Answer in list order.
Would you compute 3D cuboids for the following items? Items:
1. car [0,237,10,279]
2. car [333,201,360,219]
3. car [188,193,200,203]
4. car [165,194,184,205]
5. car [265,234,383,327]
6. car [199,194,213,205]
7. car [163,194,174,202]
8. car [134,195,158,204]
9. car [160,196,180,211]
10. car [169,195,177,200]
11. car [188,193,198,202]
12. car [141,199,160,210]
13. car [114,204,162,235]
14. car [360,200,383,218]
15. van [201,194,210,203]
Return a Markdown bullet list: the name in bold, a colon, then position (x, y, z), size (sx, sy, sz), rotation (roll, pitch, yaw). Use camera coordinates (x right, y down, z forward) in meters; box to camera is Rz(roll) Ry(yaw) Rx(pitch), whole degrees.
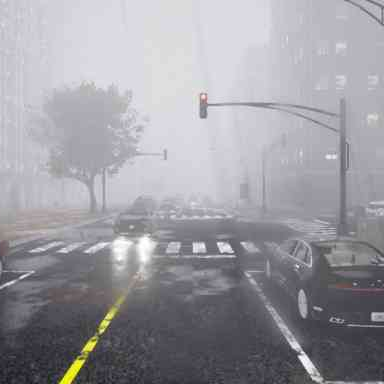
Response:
- **car**: position (-5.673, 1.545, 6.965), size (1.887, 1.381, 4.507), rotation (0, 0, 0)
- **car**: position (13.500, 1.350, 26.316), size (4.403, 1.369, 2.008), rotation (-1, 1, 0)
- **car**: position (0.298, 1.408, 68.735), size (2.097, 1.767, 4.553), rotation (0, 0, 0)
- **car**: position (-2.917, 1.586, 56.646), size (2.033, 1.411, 5.357), rotation (0, 0, 1)
- **car**: position (2.707, 1.551, 6.941), size (2.008, 1.369, 4.403), rotation (0, 0, 0)
- **car**: position (2.865, 1.611, 61.420), size (1.947, 1.339, 4.313), rotation (0, 0, 0)
- **car**: position (-5.469, 1.386, 78.013), size (2.192, 1.841, 5.009), rotation (0, 0, 0)
- **car**: position (-5.580, 1.336, 39.353), size (2.192, 1.841, 5.009), rotation (0, 0, 0)
- **car**: position (-2.980, 1.572, 42.223), size (2.033, 1.411, 5.357), rotation (0, 0, 0)
- **car**: position (-5.421, 1.654, 94.582), size (2.008, 1.369, 4.403), rotation (0, 0, 0)
- **car**: position (0.226, 1.298, 78.892), size (2.150, 2.045, 5.566), rotation (0, 0, 0)
- **car**: position (-5.564, 1.592, 44.876), size (1.947, 1.339, 4.313), rotation (0, 0, 0)
- **car**: position (-3.047, 1.569, 18.715), size (1.994, 1.385, 4.181), rotation (0, 0, 0)
- **car**: position (15.503, 0.994, 23.752), size (5.566, 2.045, 2.150), rotation (-1, 0, 0)
- **van**: position (2.896, 1.402, 72.466), size (1.690, 1.788, 3.998), rotation (0, 0, 0)
